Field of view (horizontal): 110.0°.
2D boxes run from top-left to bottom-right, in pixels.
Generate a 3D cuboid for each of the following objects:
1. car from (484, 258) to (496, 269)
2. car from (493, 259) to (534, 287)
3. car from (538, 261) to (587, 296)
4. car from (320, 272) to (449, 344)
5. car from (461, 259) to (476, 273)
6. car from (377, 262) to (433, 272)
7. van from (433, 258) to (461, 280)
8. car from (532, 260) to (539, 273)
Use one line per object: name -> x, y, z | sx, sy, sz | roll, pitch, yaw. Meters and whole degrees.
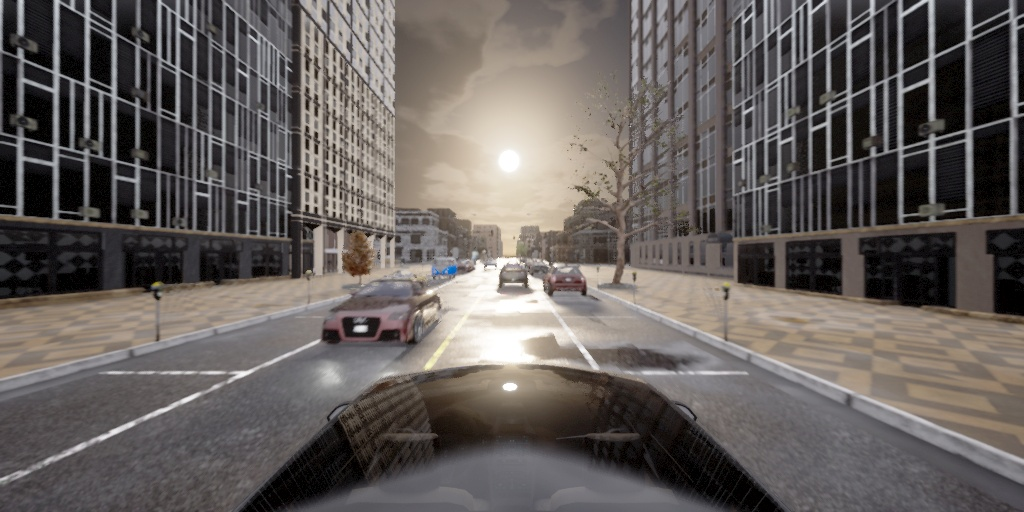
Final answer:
car -> -3.013, 1.039, 51.276 | 1.895, 1.301, 4.718 | 0, 0, 0
car -> 0.089, 1.194, 23.675 | 2.128, 1.511, 4.902 | 0, 0, 0
car -> 2.686, 1.152, 19.045 | 1.967, 1.591, 4.097 | 0, 0, 0
car -> -3.103, 1.298, 9.351 | 1.994, 1.385, 4.181 | 0, 0, 0
car -> -5.700, 1.099, 41.828 | 1.967, 1.591, 4.097 | 0, 0, 0
car -> -5.695, 1.238, 18.889 | 1.751, 1.417, 4.829 | 0, 0, 0
van -> -5.698, 1.027, 30.444 | 1.690, 1.789, 3.998 | 0, 0, 0
car -> 2.682, 1.224, 36.121 | 2.007, 1.370, 4.403 | 0, 0, 0
